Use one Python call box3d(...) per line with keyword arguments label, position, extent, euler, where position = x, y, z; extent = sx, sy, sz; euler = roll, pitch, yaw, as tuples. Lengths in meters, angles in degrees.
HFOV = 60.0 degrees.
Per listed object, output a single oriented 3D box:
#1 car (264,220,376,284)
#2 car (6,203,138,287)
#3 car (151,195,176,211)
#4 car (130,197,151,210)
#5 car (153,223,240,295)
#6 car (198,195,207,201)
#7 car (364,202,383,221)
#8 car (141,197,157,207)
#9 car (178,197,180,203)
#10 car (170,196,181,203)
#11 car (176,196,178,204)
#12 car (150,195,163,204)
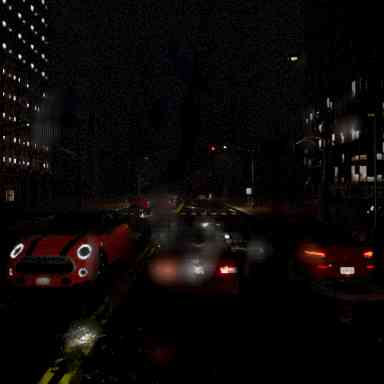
box3d(label="car", position=(3.336, 1.522, 9.449), extent=(1.812, 1.442, 4.674), euler=(0, 0, 0))
box3d(label="car", position=(-3.151, 1.348, 9.482), extent=(2.097, 1.767, 4.553), euler=(0, 0, 2))
box3d(label="car", position=(-3.403, 1.319, 40.615), extent=(2.097, 1.767, 4.553), euler=(0, 0, 0))
box3d(label="car", position=(-6.658, 1.442, 42.237), extent=(1.882, 1.535, 5.008), euler=(0, 0, 0))
box3d(label="car", position=(0.088, 1.544, 8.864), extent=(2.033, 1.411, 5.357), euler=(0, 0, 0))
box3d(label="car", position=(2.528, 1.391, 82.843), extent=(1.812, 1.442, 4.674), euler=(0, 0, -4))
box3d(label="car", position=(16.986, 1.279, 26.703), extent=(5.566, 2.045, 2.150), euler=(0, 0, 3))
box3d(label="car", position=(-6.670, 1.470, 52.157), extent=(1.812, 1.442, 4.674), euler=(0, 0, 0))
box3d(label="car", position=(-3.418, 1.421, 59.127), extent=(2.128, 1.511, 4.902), euler=(0, 0, 0))
box3d(label="car", position=(-3.433, 1.471, 69.161), extent=(1.994, 1.385, 4.181), euler=(0, 0, -1))
box3d(label="car", position=(-3.414, 1.455, 49.508), extent=(1.837, 1.490, 4.892), euler=(0, 0, 0))
box3d(label="car", position=(-6.674, 1.427, 62.522), extent=(1.837, 1.490, 4.892), euler=(0, 0, 0))
